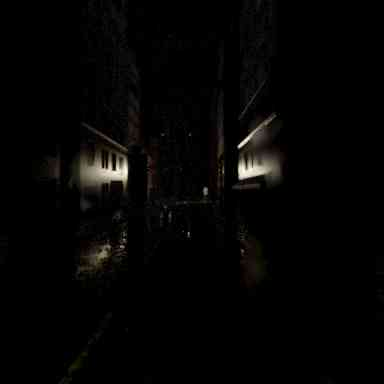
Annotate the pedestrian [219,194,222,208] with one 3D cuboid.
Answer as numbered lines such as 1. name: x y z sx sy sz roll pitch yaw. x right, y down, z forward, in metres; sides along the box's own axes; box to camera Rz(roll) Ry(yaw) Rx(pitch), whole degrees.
1. pedestrian: 3.650 1.118 42.849 0.375 1.860 0.375 0 0 0

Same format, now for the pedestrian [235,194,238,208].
1. pedestrian: 5.650 1.125 42.248 0.375 1.860 0.375 0 0 0

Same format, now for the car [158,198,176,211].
1. car: -3.002 1.471 40.117 2.128 1.511 4.902 0 0 0

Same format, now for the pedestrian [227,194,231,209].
1. pedestrian: 4.650 1.121 41.649 0.375 1.860 0.375 0 0 0
